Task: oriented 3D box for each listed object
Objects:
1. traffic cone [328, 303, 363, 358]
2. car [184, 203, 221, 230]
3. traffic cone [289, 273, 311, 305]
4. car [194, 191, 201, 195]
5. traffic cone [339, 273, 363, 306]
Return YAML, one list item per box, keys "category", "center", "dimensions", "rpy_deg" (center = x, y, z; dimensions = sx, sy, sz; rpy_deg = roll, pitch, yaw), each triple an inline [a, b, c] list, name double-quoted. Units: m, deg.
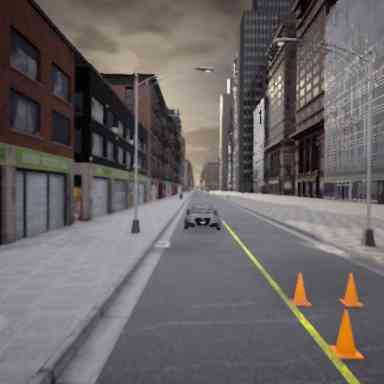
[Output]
- category: "traffic cone"
  center: [2.118, 1.916, 4.584]
  dimensions: [0.340, 0.580, 0.340]
  rpy_deg: [0, 1, 1]
- category: "car"
  center: [0.567, 1.349, 19.093]
  dimensions: [1.994, 1.385, 4.181]
  rpy_deg: [0, 1, 1]
- category: "traffic cone"
  center: [2.141, 1.893, 6.584]
  dimensions: [0.340, 0.580, 0.340]
  rpy_deg: [0, 1, 1]
- category: "car"
  center: [1.393, 0.366, 88.587]
  dimensions: [1.882, 1.535, 5.008]
  rpy_deg: [0, 1, 1]
- category: "traffic cone"
  center: [3.141, 1.900, 6.572]
  dimensions: [0.340, 0.580, 0.340]
  rpy_deg: [0, 1, 1]
